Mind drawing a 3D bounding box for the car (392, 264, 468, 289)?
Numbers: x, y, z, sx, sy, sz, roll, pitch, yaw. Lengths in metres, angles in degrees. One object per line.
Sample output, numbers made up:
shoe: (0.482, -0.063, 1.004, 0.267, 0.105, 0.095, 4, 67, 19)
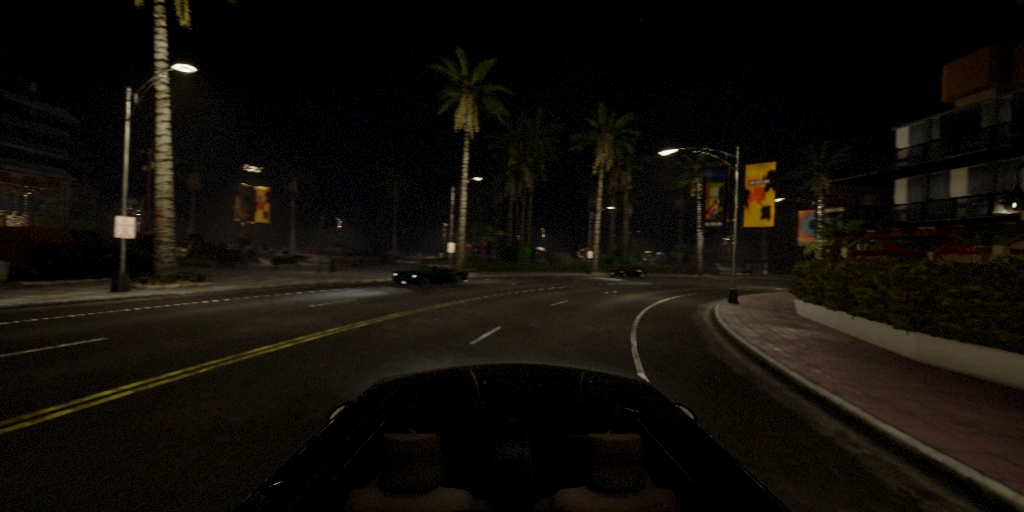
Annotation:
car: (-4.743, 1.157, 21.243, 1.895, 1.301, 4.718, 2, 0, 30)

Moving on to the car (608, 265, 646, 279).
car: (12.627, 1.727, 39.209, 4.892, 1.490, 1.837, 3, 0, -34)
